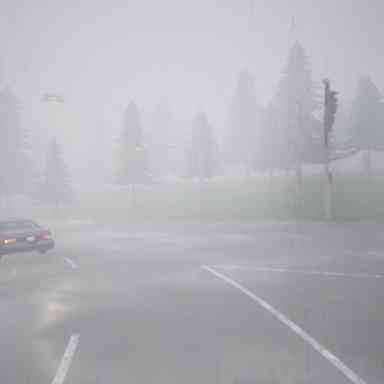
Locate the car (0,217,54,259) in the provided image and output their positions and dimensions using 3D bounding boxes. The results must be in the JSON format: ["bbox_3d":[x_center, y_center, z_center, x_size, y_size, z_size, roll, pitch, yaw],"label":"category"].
[{"bbox_3d":[-7.445,1.749,13.513,2.033,1.411,5.357,-1,0,-44],"label":"car"}]
